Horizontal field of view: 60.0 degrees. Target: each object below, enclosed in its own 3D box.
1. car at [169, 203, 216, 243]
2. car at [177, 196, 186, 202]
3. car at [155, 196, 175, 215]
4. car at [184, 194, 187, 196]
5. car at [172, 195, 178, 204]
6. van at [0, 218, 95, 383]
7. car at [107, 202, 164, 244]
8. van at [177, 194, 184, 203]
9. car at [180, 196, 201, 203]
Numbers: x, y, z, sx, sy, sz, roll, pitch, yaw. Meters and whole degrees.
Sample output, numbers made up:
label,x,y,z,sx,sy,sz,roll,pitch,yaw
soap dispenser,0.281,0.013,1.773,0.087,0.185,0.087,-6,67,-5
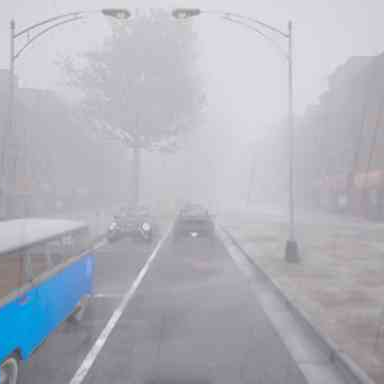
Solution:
label,x,y,z,sx,sy,sz,roll,pitch,yaw
car,0.093,1.509,16.190,1.837,1.490,4.892,0,0,0
car,-2.617,1.650,82.029,2.008,1.369,4.403,1,0,0
car,-3.024,1.472,33.318,1.801,1.575,5.366,0,0,0
car,-2.618,1.630,65.423,1.947,1.339,4.313,2,0,0
car,-3.014,1.500,40.131,1.882,1.535,5.008,0,0,0
van,-2.611,1.342,4.537,1.690,1.788,3.998,2,0,0
car,-2.614,1.444,15.607,1.967,1.590,4.097,2,0,0
van,-2.611,1.385,54.353,1.690,1.788,3.998,2,0,0
car,0.095,1.492,33.058,1.882,1.535,5.008,0,0,0
